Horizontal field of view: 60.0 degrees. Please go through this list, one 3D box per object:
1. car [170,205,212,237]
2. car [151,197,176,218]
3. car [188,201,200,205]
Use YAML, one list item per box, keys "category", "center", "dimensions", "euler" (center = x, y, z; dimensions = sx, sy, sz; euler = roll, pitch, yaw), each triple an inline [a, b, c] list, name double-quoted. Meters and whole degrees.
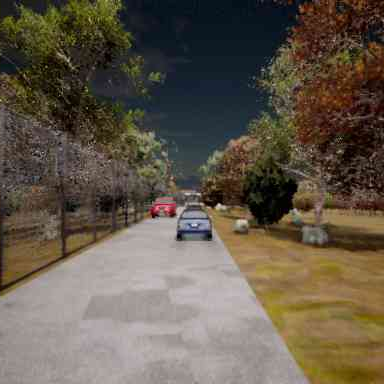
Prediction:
- category: "car"
  center: [0.136, 1.634, 18.380]
  dimensions: [2.033, 1.411, 5.357]
  euler: [0, 0, 0]
- category: "car"
  center: [-2.751, 1.498, 33.318]
  dimensions: [2.150, 2.045, 5.566]
  euler: [1, -1, 0]
- category: "car"
  center: [0.225, 1.904, 39.632]
  dimensions: [1.837, 1.490, 4.892]
  euler: [0, -1, 0]
